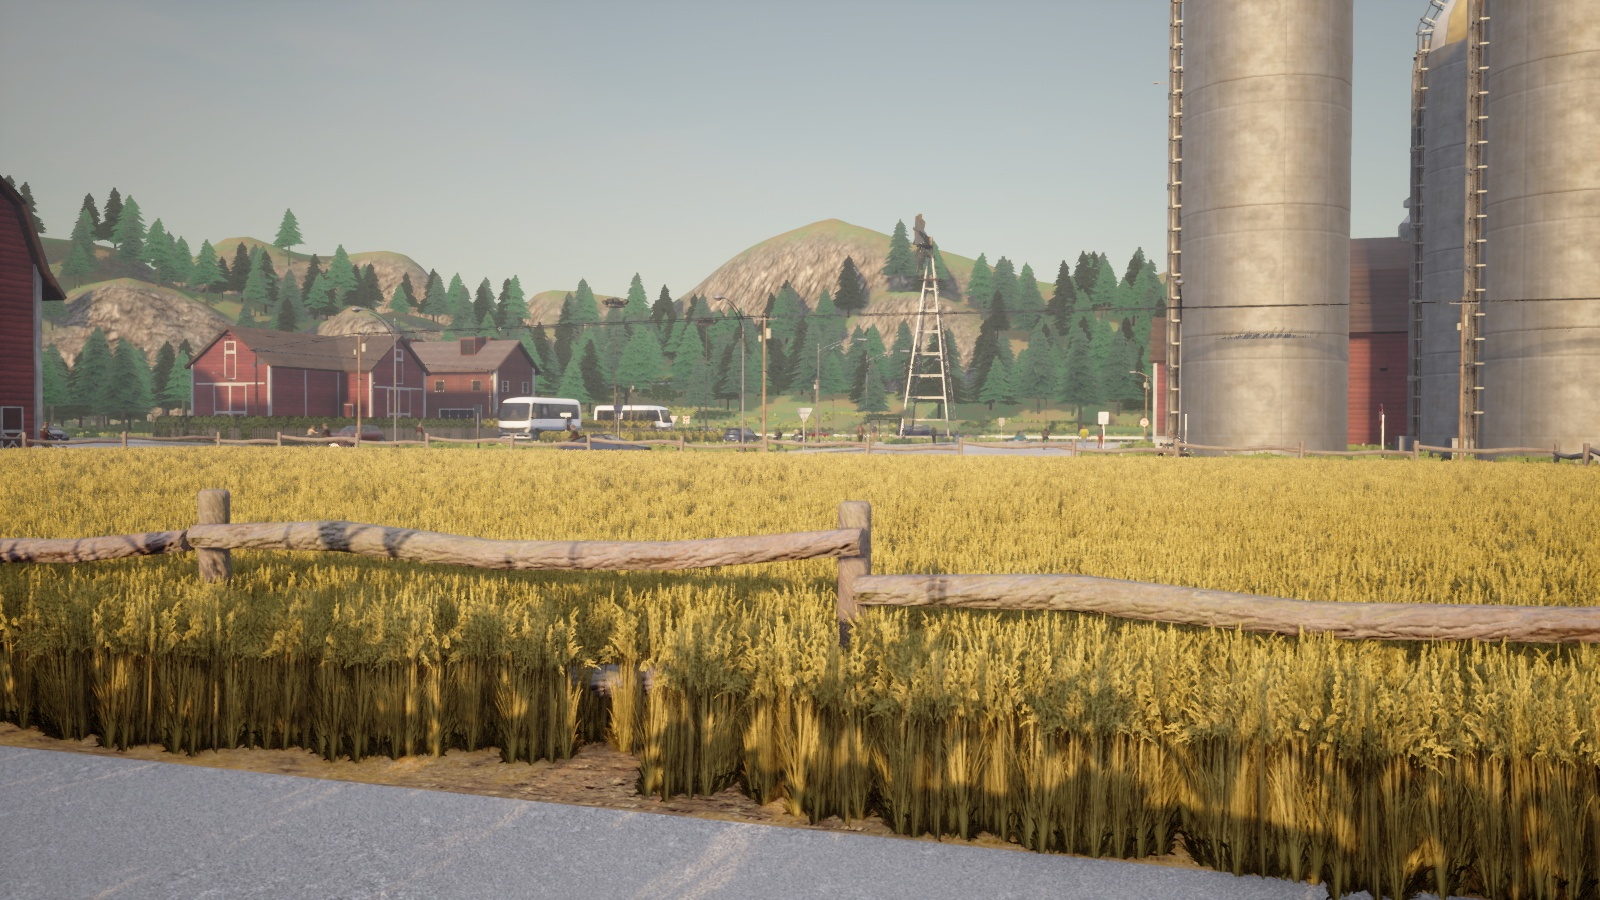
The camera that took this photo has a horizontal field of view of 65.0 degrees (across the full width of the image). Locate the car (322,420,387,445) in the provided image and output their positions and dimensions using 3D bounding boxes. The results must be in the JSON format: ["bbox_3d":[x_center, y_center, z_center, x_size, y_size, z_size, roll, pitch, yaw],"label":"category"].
[{"bbox_3d":[-32.154,-1.281,90.774,2.097,1.767,4.553,1,1,19],"label":"car"}]

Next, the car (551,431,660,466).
[{"bbox_3d":[-8.353,-0.078,54.005,4.181,1.385,1.994,1,1,18],"label":"car"}]
